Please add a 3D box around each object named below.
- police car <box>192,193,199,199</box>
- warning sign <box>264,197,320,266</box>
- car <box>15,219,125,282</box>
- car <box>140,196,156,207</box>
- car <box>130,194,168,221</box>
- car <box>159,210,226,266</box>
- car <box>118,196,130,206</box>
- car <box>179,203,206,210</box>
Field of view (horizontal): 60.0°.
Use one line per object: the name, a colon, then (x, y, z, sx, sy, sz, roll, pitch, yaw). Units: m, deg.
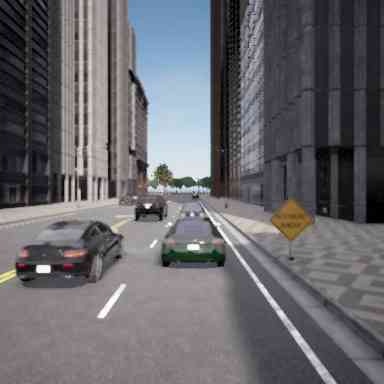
police car: (0.975, 1.147, 89.728, 1.930, 1.638, 5.238, 0, 0, 0)
warning sign: (2.851, 1.084, 9.617, 1.300, 1.860, 1.060, 0, 0, 0)
car: (-3.202, 1.495, 9.521, 1.812, 1.442, 4.674, 0, 0, 0)
car: (-6.577, 1.355, 50.224, 1.837, 1.490, 4.892, 0, 0, 0)
car: (-3.183, 1.142, 26.709, 2.150, 2.045, 5.566, 0, 0, 1)
car: (0.064, 1.526, 11.361, 1.994, 1.385, 4.181, 0, 0, 1)
car: (-9.825, 1.356, 50.163, 1.837, 1.490, 4.892, 0, 0, 0)
car: (0.045, 1.474, 24.051, 2.033, 1.411, 5.357, 0, 0, 1)
